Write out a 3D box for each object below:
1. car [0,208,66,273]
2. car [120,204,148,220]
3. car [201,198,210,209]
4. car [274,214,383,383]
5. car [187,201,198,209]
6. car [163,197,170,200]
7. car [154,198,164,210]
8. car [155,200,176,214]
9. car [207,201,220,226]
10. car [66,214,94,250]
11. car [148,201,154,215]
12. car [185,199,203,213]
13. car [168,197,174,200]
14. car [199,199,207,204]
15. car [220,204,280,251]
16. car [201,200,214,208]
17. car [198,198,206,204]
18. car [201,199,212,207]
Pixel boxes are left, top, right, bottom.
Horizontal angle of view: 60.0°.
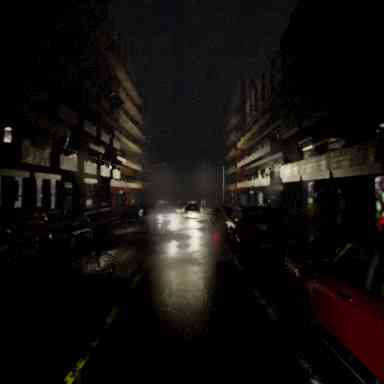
[{"bbox_3d":[-5.684,1.411,9.327,2.192,1.841,5.009,-1,-1,0],"label":"car"},{"bbox_3d":[-5.666,1.906,31.731,1.802,1.307,4.206,-1,-1,0],"label":"car"},{"bbox_3d":[2.738,2.080,54.271,1.752,1.417,4.829,-1,-1,0],"label":"car"},{"bbox_3d":[2.680,1.354,3.688,2.192,1.841,5.009,-1,-1,0],"label":"car"},{"bbox_3d":[0.062,2.187,57.350,1.895,1.301,4.718,0,-1,0],"label":"car"},{"bbox_3d":[-5.636,2.161,59.740,2.008,1.369,4.403,-1,-1,0],"label":"car"},{"bbox_3d":[-5.648,2.047,48.537,2.008,1.369,4.403,-1,-1,0],"label":"car"},{"bbox_3d":[-3.049,2.021,41.127,1.895,1.301,4.718,0,-1,0],"label":"car"},{"bbox_3d":[2.378,1.722,25.914,1.801,1.575,5.366,0,-1,0],"label":"car"},{"bbox_3d":[-5.692,1.704,14.927,2.008,1.369,4.403,-1,-1,0],"label":"car"},{"bbox_3d":[-5.660,1.964,37.333,1.802,1.307,4.206,-1,-1,0],"label":"car"},{"bbox_3d":[0.078,2.022,44.836,1.994,1.385,4.181,0,-1,-1],"label":"car"},{"bbox_3d":[-5.627,2.041,70.946,2.192,1.841,5.009,-1,-1,0],"label":"car"},{"bbox_3d":[2.775,2.465,87.711,1.947,1.339,4.313,-1,-1,0],"label":"car"},{"bbox_3d":[2.692,1.468,14.891,2.192,1.841,5.009,-1,-1,0],"label":"car"},{"bbox_3d":[2.744,2.176,59.702,1.947,1.339,4.313,-1,-1,0],"label":"car"},{"bbox_3d":[2.781,2.508,93.314,2.008,1.369,4.403,-1,-1,0],"label":"car"},{"bbox_3d":[2.749,2.108,65.305,1.967,1.590,4.097,-1,-1,0],"label":"car"}]
